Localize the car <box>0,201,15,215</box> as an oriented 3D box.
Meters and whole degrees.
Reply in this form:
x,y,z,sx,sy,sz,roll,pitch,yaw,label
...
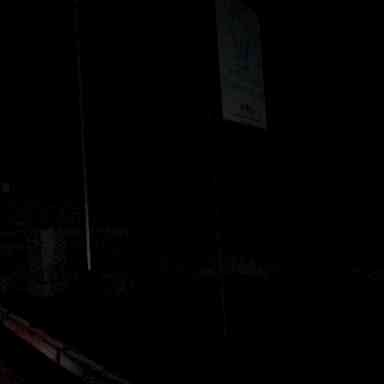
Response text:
x,y,z,sx,sy,sz,roll,pitch,yaw,label
-23.178,1.878,39.824,2.097,1.767,4.553,-3,0,-5,car

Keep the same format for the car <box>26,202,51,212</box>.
x,y,z,sx,sy,sz,roll,pitch,yaw,label
-23.520,2.228,51.204,1.994,1.385,4.181,-4,-1,7,car
